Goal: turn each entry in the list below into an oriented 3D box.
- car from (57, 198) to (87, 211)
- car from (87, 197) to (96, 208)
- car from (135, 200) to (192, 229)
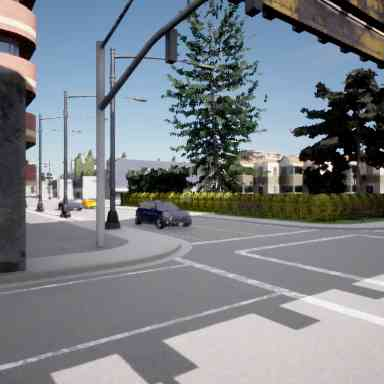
[{"bbox_3d":[-14.730,1.548,39.880,2.033,1.411,5.357,0,0,-35],"label":"car"},{"bbox_3d":[-14.059,1.478,45.331,1.882,1.535,5.008,0,0,-34],"label":"car"},{"bbox_3d":[-1.949,1.352,21.692,2.097,1.767,4.553,0,0,-35],"label":"car"}]
